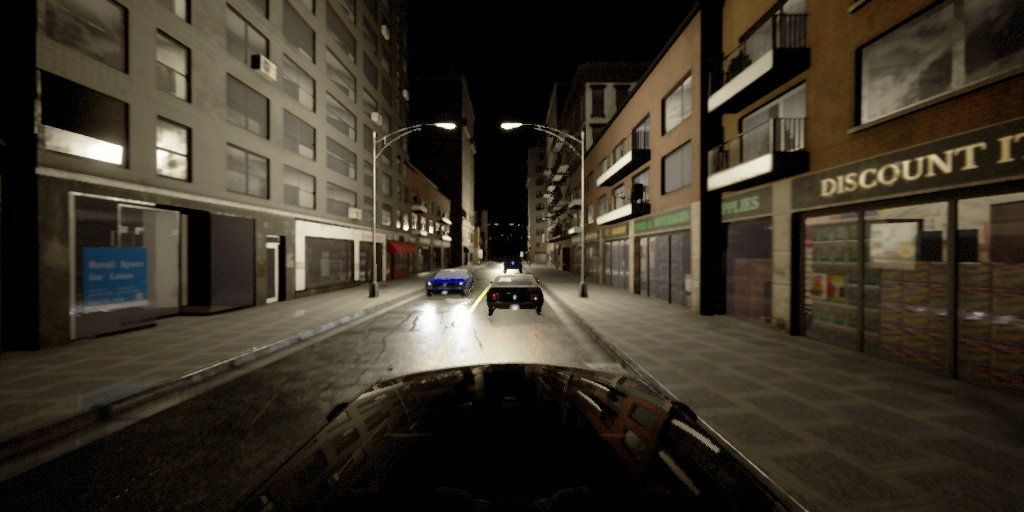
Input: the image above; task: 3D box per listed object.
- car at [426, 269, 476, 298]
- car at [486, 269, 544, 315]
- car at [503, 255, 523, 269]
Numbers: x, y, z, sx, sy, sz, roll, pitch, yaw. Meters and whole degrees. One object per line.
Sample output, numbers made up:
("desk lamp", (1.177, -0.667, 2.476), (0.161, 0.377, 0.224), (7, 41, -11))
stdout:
("car", (-2.994, 1.332, 18.229), (1.895, 1.301, 4.718), (0, 0, 0))
("car", (0.098, 1.337, 13.571), (1.895, 1.301, 4.718), (0, 0, 0))
("car", (0.118, 0.945, 43.463), (2.150, 2.045, 5.566), (0, 0, 0))
